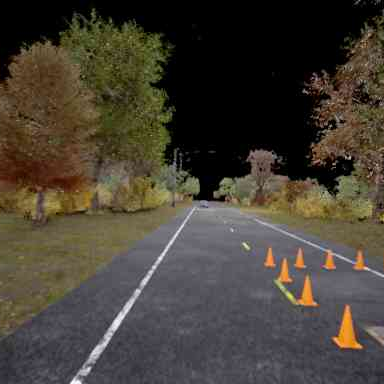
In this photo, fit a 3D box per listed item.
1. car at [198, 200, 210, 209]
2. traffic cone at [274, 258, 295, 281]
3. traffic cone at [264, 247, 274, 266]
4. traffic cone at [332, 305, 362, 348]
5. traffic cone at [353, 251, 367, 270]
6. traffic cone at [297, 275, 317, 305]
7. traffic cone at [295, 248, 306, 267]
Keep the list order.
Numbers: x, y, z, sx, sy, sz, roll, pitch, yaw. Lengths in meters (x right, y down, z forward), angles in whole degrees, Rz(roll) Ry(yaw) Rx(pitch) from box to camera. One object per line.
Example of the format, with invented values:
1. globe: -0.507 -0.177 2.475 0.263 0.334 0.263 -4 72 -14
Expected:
1. car: 2.202 2.312 61.299 1.837 1.490 4.892 2 -1 2
2. traffic cone: 2.580 2.145 9.270 0.340 0.580 0.340 2 -1 2
3. traffic cone: 2.643 2.169 11.269 0.340 0.580 0.340 2 -1 2
4. traffic cone: 2.456 2.097 5.272 0.340 0.580 0.340 2 -1 2
5. traffic cone: 5.639 2.271 11.174 0.340 0.580 0.340 2 -1 2
6. traffic cone: 2.518 2.121 7.271 0.340 0.580 0.340 2 -1 2
7. traffic cone: 3.641 2.203 11.237 0.340 0.580 0.340 2 -1 2
